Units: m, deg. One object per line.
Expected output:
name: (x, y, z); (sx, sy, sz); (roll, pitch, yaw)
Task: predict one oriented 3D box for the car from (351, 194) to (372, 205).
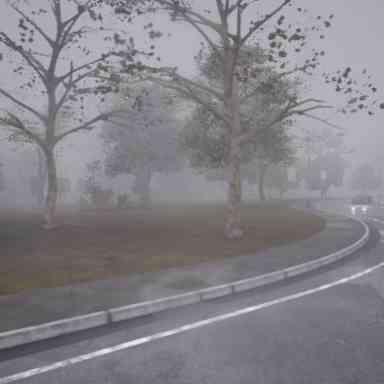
car: (21.244, 0.901, 41.650); (1.994, 1.385, 4.181); (-1, 1, 34)
